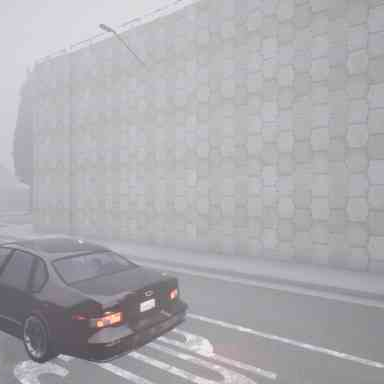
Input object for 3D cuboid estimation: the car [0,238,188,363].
[{"bbox_3d":[-2.638,1.547,5.859,5.357,1.411,2.033,0,0,35],"label":"car"}]
